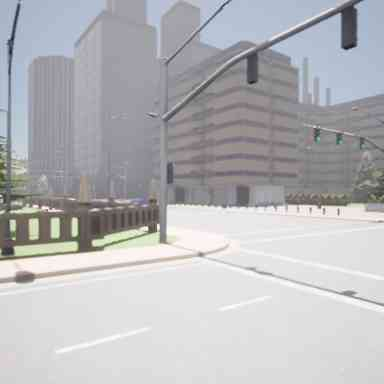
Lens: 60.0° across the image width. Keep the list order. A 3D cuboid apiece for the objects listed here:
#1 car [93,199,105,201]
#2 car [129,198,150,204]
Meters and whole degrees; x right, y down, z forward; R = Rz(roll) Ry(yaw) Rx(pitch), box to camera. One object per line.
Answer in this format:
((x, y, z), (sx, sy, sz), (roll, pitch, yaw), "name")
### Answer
((-13.600, 1.697, 48.703), (1.895, 1.301, 4.718), (0, 0, -35), "car")
((-8.468, 1.630, 53.668), (1.882, 1.535, 5.008), (0, 0, -35), "car")
